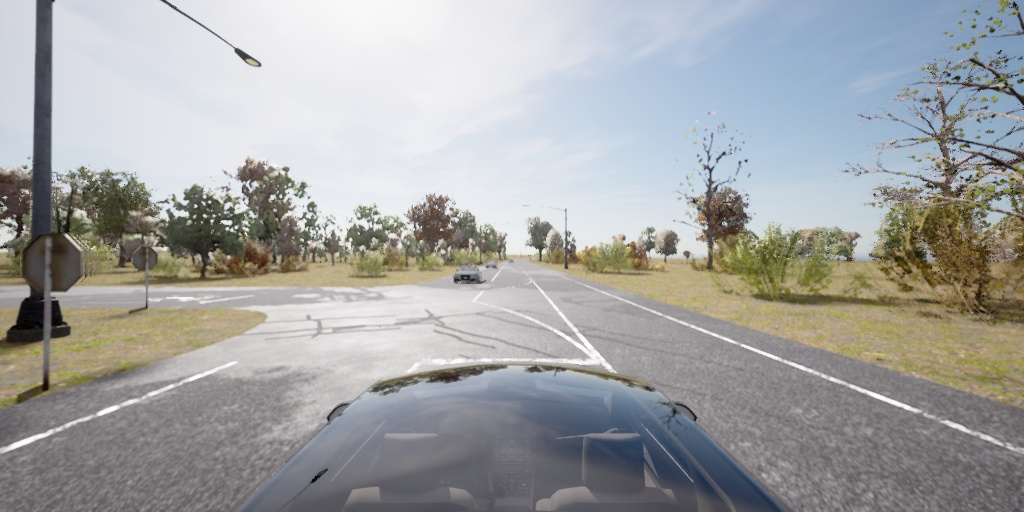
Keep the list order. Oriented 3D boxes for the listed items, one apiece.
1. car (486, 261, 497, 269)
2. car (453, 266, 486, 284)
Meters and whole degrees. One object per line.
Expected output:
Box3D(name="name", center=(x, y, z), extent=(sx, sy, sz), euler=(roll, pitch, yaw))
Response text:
Box3D(name="car", center=(-3.545, 1.535, 61.981), extent=(2.128, 1.511, 4.902), euler=(0, 0, 0))
Box3D(name="car", center=(-3.473, 1.455, 28.734), extent=(1.994, 1.385, 4.181), euler=(0, 0, 0))
